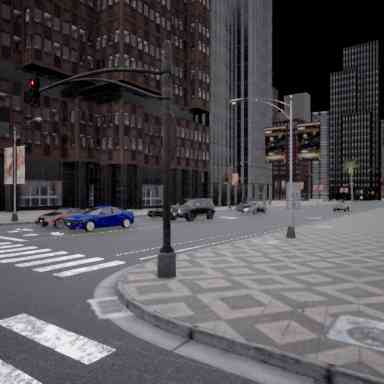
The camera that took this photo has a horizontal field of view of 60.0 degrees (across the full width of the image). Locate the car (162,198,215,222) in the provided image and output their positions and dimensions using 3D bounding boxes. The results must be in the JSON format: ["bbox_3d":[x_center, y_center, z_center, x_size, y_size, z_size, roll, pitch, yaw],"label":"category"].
[{"bbox_3d":[0.065,1.613,31.101,2.150,2.045,5.566,0,0,35],"label":"car"}]

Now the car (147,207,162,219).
[{"bbox_3d":[-2.342,1.998,33.329,1.895,1.301,4.718,0,-1,35],"label":"car"}]

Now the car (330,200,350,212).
[{"bbox_3d":[24.186,2.429,53.682,2.033,1.411,5.357,0,-1,34],"label":"car"}]

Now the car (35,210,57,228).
[{"bbox_3d":[-8.959,1.794,23.938,1.994,1.385,4.181,0,-1,36],"label":"car"}]

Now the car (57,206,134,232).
[{"bbox_3d":[-6.095,1.717,22.365,1.882,1.535,5.008,0,-1,35],"label":"car"}]

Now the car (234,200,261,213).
[{"bbox_3d":[8.037,2.011,47.963,2.097,1.767,4.553,0,-1,36],"label":"car"}]

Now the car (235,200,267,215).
[{"bbox_3d":[7.911,2.084,42.191,2.128,1.511,4.902,0,-1,36],"label":"car"}]
